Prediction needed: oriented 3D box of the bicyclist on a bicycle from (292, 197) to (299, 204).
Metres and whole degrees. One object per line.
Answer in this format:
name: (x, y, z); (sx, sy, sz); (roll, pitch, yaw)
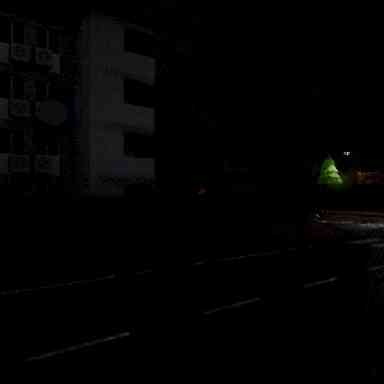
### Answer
bicyclist on a bicycle: (12.245, 1.383, 39.310); (1.656, 1.620, 0.582); (0, 0, -35)

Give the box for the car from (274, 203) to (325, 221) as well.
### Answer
car: (8.874, 1.654, 28.543); (1.895, 1.301, 4.718); (0, 0, -35)
